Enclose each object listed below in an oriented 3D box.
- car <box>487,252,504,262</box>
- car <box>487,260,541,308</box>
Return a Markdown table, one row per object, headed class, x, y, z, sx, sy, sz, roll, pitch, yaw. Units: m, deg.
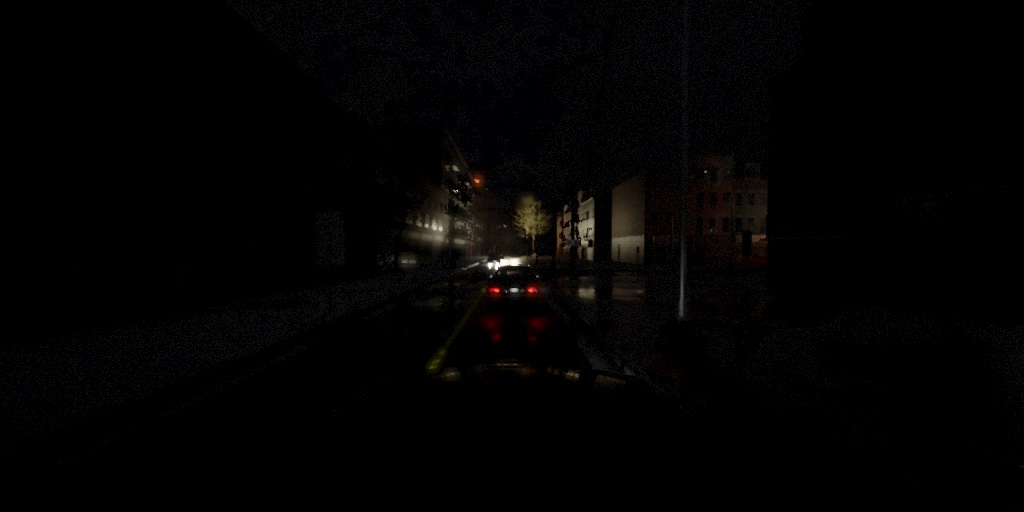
| class | x | y | z | sx | sy | sz | roll | pitch | yaw |
| --- | --- | --- | --- | --- | --- | --- | --- | --- | --- |
| car | -2.719 | 0.203 | 54.875 | 2.128 | 1.511 | 4.902 | 0 | 1 | 0 |
| car | 0.084 | 1.059 | 13.642 | 2.033 | 1.411 | 5.357 | 0 | 1 | 0 |
